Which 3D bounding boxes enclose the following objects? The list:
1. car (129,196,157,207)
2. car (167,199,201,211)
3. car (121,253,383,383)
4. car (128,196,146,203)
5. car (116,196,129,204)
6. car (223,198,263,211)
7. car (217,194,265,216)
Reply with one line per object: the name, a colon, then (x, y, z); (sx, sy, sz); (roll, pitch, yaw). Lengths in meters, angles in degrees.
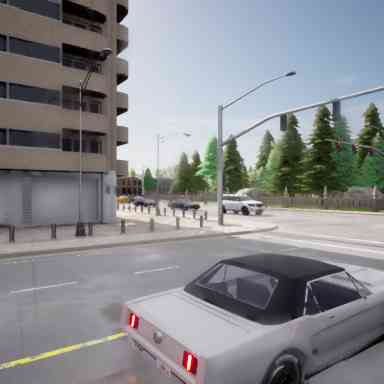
car: (-7.253, 1.603, 51.245); (2.033, 1.411, 5.357); (0, 0, -36)
car: (-1.127, 1.603, 42.683); (2.033, 1.411, 5.357); (0, 0, -36)
car: (1.516, 1.601, 4.858); (4.718, 1.301, 1.895); (0, 0, -35)
car: (-11.564, 1.581, 69.531); (1.812, 1.442, 4.674); (0, 0, -36)
car: (-14.180, 1.533, 67.183); (1.882, 1.535, 5.008); (0, 0, -36)
car: (6.698, 1.603, 44.122); (2.033, 1.411, 5.357); (0, 0, -36)
car: (4.933, 1.278, 34.252); (2.150, 2.045, 5.566); (0, 0, -36)
